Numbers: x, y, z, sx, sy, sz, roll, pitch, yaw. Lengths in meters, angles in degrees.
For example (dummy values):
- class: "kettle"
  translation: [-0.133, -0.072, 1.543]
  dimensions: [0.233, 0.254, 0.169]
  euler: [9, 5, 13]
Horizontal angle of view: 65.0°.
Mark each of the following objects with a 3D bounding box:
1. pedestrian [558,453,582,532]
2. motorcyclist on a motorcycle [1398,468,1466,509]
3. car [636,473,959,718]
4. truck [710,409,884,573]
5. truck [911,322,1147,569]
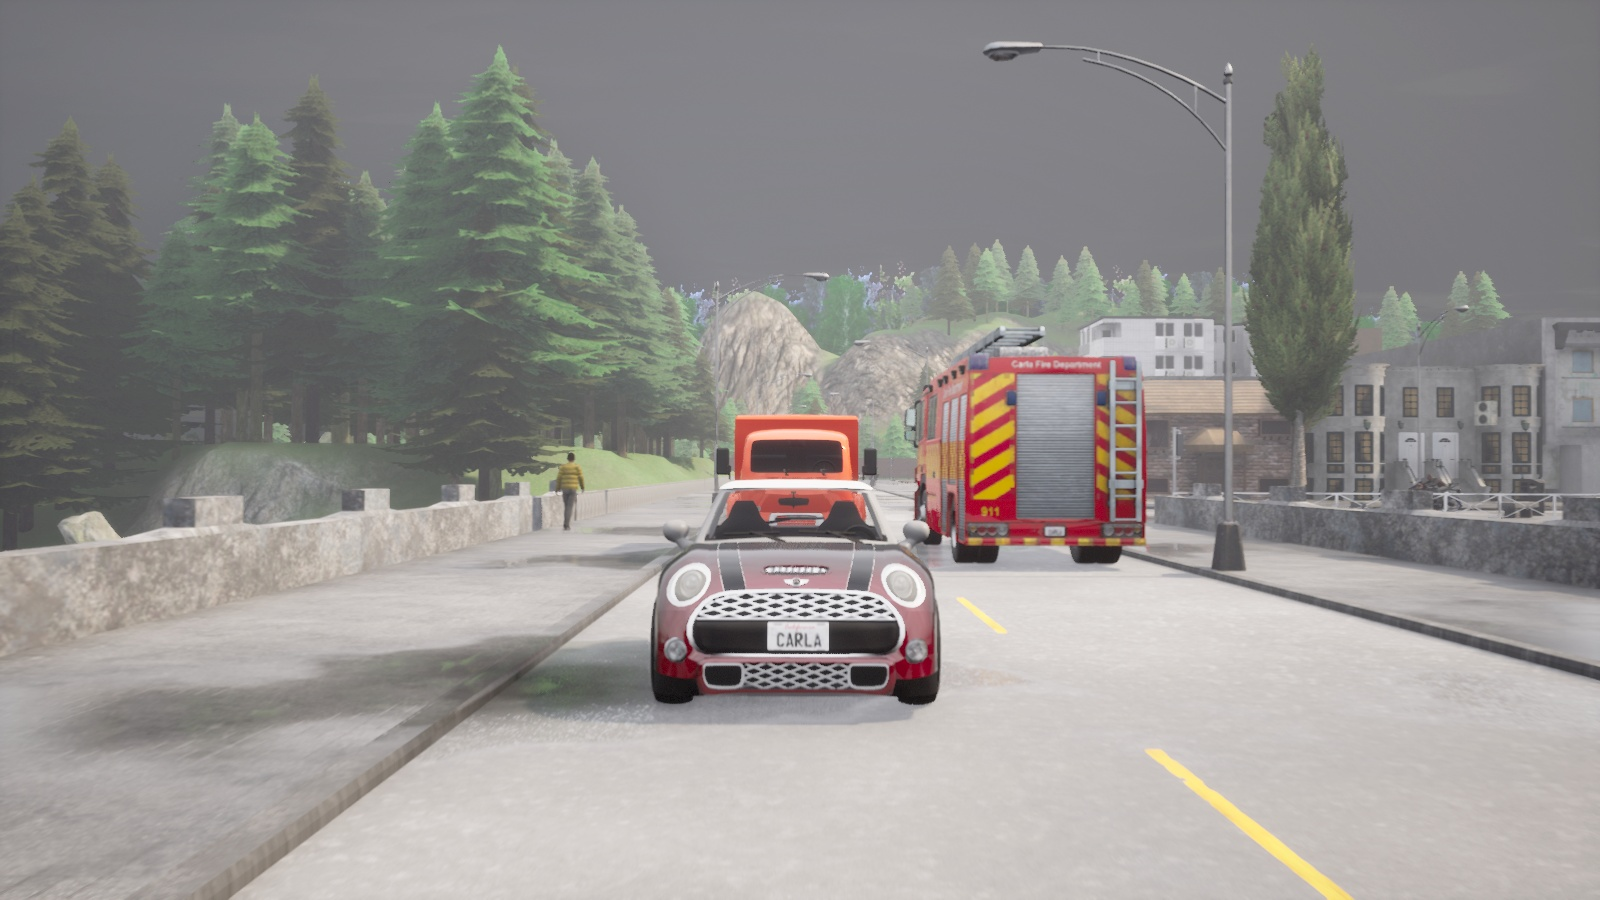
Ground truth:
- class: "pedestrian"
  translation: [-5.398, 0.989, 29.461]
  dimensions: [0.431, 1.840, 0.709]
  euler: [0, -1, -1]
- class: "motorcyclist on a motorcycle"
  translation: [24.399, 1.483, 48.520]
  dimensions: [2.191, 1.530, 0.866]
  euler: [0, -1, 0]
- class: "car"
  translation: [-0.024, 0.922, 9.588]
  dimensions: [1.970, 1.475, 3.806]
  euler: [0, -1, 0]
- class: "truck"
  translation: [-0.060, 0.652, 21.596]
  dimensions: [2.627, 2.467, 5.204]
  euler: [0, -1, 0]
- class: "truck"
  translation: [3.935, -0.009, 23.807]
  dimensions: [2.891, 3.827, 8.468]
  euler: [0, -1, 0]
